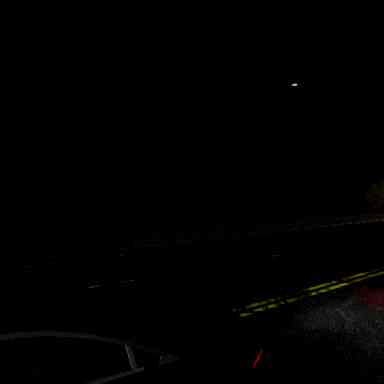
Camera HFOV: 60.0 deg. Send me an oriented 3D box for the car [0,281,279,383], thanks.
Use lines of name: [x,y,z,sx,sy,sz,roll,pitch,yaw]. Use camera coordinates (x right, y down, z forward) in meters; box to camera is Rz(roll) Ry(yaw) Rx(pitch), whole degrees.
car: [-1.397,1.492,2.466,4.902,1.511,2.128,0,0,-36]
